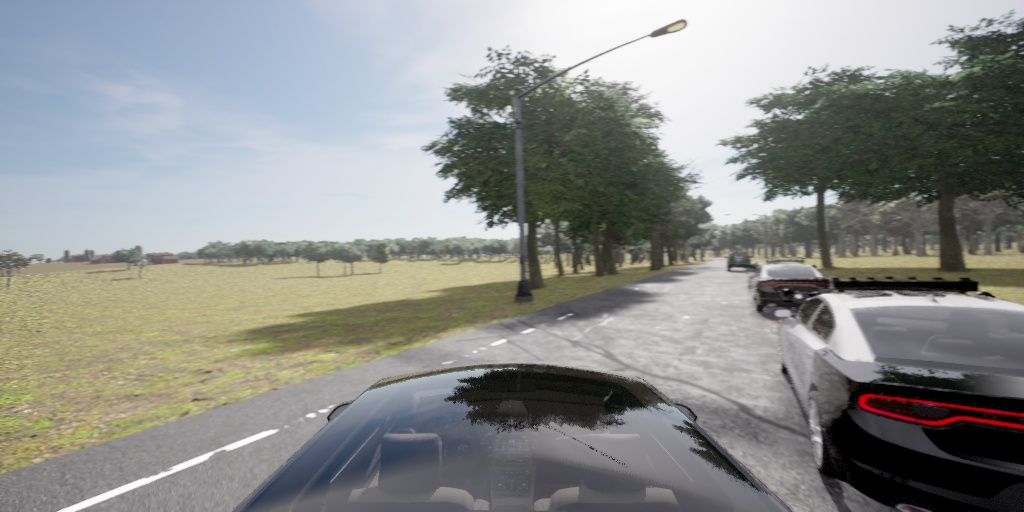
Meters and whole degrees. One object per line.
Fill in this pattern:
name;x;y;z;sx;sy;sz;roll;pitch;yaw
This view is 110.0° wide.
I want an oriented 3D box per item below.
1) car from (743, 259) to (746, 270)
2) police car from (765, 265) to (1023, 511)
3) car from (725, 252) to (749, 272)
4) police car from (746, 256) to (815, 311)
car;12.637;0.974;17.570;1.812;1.442;4.674;-2;-1;32
police car;4.302;1.049;4.037;1.930;1.638;5.238;-2;0;32
car;24.116;0.565;38.161;2.150;2.045;5.566;-2;-1;32
police car;9.545;0.934;12.554;1.930;1.638;5.238;-2;-1;32
